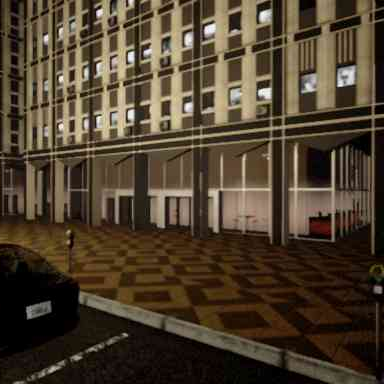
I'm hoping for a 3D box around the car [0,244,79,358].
[{"bbox_3d":[-3.651,1.538,5.480,4.313,1.339,1.947,0,0,35],"label":"car"}]
